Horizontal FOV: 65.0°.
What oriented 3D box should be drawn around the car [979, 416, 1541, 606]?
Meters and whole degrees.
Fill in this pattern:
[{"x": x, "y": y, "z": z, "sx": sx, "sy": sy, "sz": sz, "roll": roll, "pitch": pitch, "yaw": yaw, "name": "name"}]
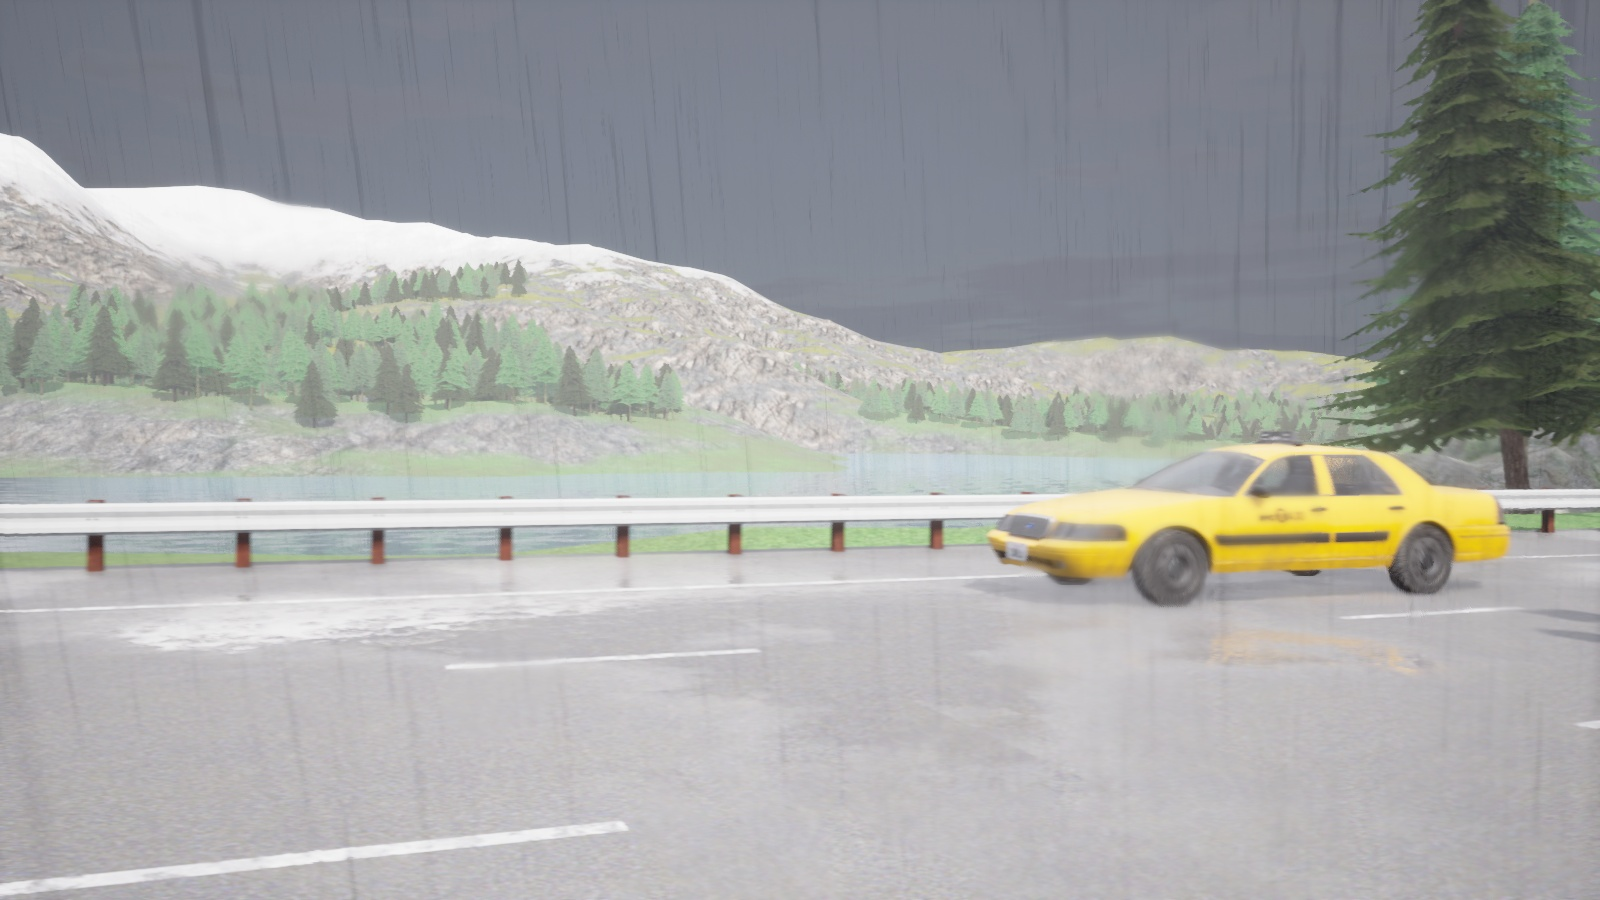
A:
[{"x": 4.600, "y": 0.484, "z": 12.471, "sx": 5.366, "sy": 1.575, "sz": 1.801, "roll": -1, "pitch": 1, "yaw": -21, "name": "car"}]
